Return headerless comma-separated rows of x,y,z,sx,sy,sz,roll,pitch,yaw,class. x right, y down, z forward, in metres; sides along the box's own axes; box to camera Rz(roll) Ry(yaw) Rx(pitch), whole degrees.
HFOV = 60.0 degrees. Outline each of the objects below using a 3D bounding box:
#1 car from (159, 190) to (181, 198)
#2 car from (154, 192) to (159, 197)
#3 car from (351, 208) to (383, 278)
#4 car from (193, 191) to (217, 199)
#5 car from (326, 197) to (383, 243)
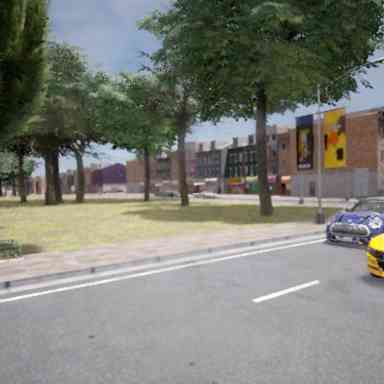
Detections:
-3.305,0.411,60.323,2.128,1.511,4.902,-2,1,-35,car
-5.854,0.398,68.682,2.033,1.411,5.357,-2,1,-35,car
6.206,1.206,8.106,5.008,1.535,1.882,-1,1,-35,car
2.128,0.484,57.504,1.895,1.301,4.718,-2,1,-35,car
7.194,0.995,12.792,4.553,1.767,2.097,-2,1,-35,car
